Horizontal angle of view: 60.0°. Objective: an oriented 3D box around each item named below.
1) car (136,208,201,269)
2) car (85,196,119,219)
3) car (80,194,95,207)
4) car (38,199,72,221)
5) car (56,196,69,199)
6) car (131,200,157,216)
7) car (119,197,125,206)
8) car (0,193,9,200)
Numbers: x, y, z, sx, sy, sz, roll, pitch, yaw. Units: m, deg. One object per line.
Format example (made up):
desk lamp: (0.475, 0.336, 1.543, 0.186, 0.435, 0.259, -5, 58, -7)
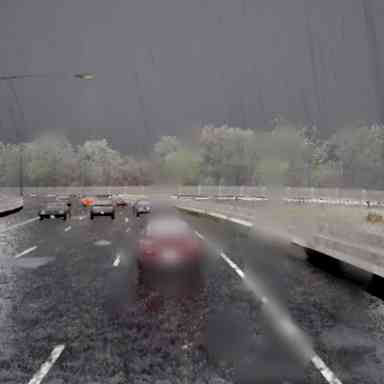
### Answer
car: (-0.797, 1.463, 10.843, 1.812, 1.442, 4.674, 0, 0, -6)
car: (-7.350, 1.350, 27.418, 2.128, 1.511, 4.902, 0, 0, -14)
car: (-14.355, 1.118, 46.295, 2.097, 1.767, 4.553, 0, 0, -25)
car: (-10.556, 1.476, 25.988, 1.895, 1.301, 4.718, 0, 0, -14)
car: (-17.281, 1.279, 44.303, 2.128, 1.511, 4.902, 0, 0, -25)
car: (-4.261, 1.383, 29.634, 2.033, 1.411, 5.357, 0, 0, -16)
car: (-10.804, 1.315, 46.969, 1.994, 1.385, 4.181, 0, 0, -25)
car: (-47.385, 1.004, 82.401, 4.553, 1.767, 2.097, 0, 0, 37)
